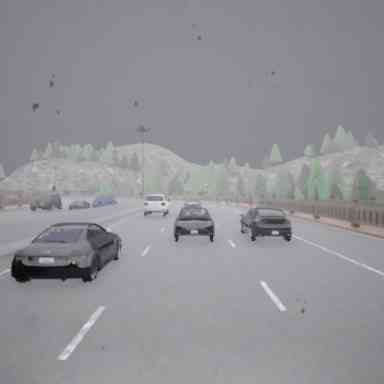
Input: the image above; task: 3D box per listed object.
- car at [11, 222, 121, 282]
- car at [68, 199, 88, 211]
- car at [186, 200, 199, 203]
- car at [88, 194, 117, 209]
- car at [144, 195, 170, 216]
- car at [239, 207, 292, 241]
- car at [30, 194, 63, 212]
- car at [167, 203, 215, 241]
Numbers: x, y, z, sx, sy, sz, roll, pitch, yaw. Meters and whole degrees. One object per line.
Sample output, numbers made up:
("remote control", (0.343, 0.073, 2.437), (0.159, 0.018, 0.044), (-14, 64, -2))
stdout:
("car", (-3.402, 1.569, 9.788), (1.994, 1.385, 4.181), (0, 0, 0))
("car", (-14.346, 1.638, 42.746), (1.994, 1.385, 4.181), (0, 0, -3))
("car", (0.077, 1.575, 34.767), (1.812, 1.442, 4.674), (0, 0, 0))
("car", (-10.743, 1.286, 41.257), (2.150, 2.045, 5.566), (0, 0, -2))
("car", (-3.407, 1.266, 32.891), (2.150, 2.045, 5.566), (0, 0, 0))
("car", (3.597, 1.517, 16.803), (1.837, 1.490, 4.892), (0, 0, 0))
("car", (-17.717, 1.285, 40.737), (2.150, 2.045, 5.566), (0, 0, -2))
("car", (0.096, 1.504, 16.712), (2.128, 1.511, 4.902), (0, 0, 0))
